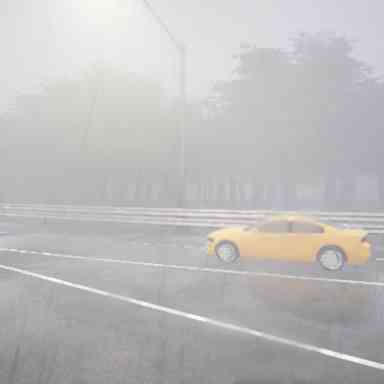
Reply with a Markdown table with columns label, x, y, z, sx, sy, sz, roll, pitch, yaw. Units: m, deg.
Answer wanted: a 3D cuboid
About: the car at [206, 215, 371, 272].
| label | x | y | z | sx | sy | sz | roll | pitch | yaw |
| --- | --- | --- | --- | --- | --- | --- | --- | --- | --- |
| car | 2.927 | 1.503 | 10.759 | 5.008 | 1.535 | 1.882 | 0 | 0 | 20 |
